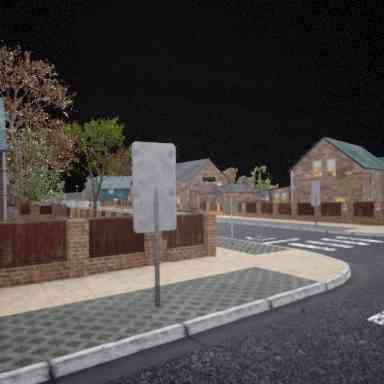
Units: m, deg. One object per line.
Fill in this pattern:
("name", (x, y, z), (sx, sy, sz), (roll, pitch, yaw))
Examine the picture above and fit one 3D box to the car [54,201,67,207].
("car", (-34.163, 3.167, 87.261), (2.033, 1.411, 5.357), (-1, 0, -31))
